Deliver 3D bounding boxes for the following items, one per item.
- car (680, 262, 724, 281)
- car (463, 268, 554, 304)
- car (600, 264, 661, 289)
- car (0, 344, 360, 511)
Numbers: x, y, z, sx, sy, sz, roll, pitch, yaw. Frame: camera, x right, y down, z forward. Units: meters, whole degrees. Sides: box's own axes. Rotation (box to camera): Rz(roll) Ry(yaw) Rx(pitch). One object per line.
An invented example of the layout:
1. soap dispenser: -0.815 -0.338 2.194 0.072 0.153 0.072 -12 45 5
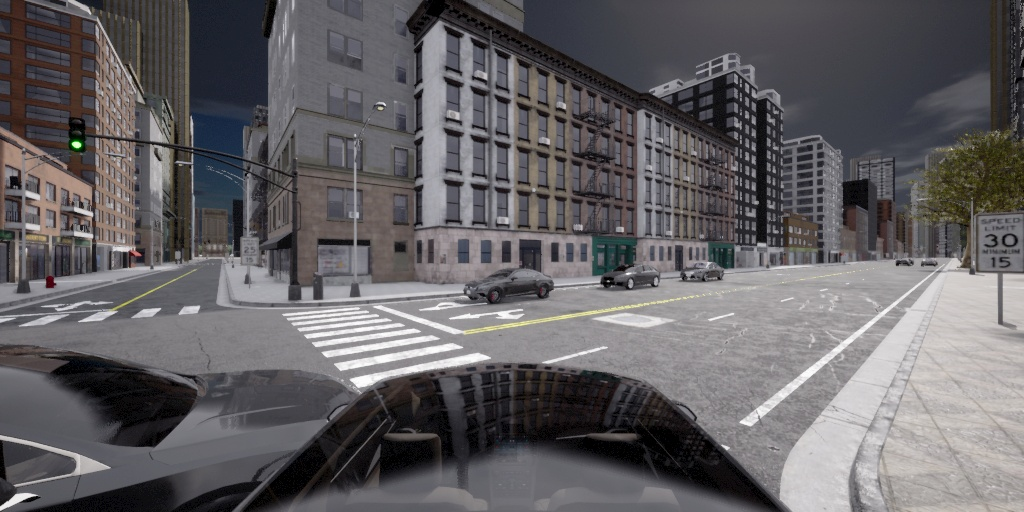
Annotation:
1. car: 15.662 1.236 29.443 4.902 1.511 2.128 0 0 -39
2. car: -0.039 1.287 16.748 4.674 1.442 1.812 0 0 -39
3. car: 7.652 1.258 22.972 4.892 1.490 1.837 0 0 -39
4. car: -3.222 1.257 1.776 4.892 1.490 1.837 0 0 -35
